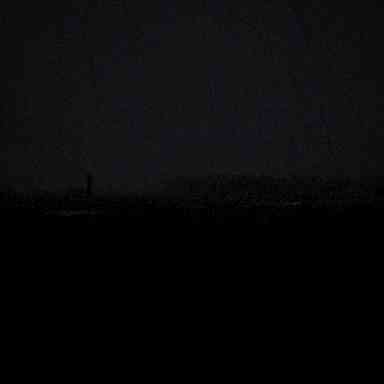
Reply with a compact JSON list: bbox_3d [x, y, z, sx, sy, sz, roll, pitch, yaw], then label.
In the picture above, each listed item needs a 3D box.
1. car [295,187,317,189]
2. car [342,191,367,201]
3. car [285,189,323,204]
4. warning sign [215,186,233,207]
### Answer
[{"bbox_3d":[15.427,0.371,46.544,5.566,2.045,2.150,0,0,-34],"label":"car"},{"bbox_3d":[23.910,0.624,49.025,4.674,1.442,1.812,0,0,-35],"label":"car"},{"bbox_3d":[14.706,0.654,42.628,5.008,1.535,1.882,0,0,-34],"label":"car"},{"bbox_3d":[3.019,0.421,31.628,1.060,1.860,1.300,0,0,-35],"label":"warning sign"}]
